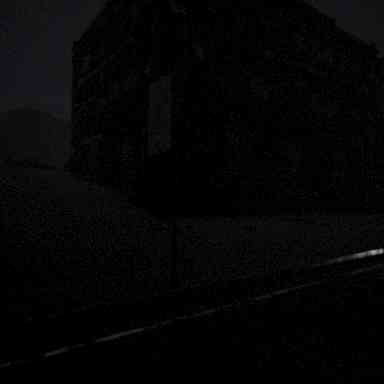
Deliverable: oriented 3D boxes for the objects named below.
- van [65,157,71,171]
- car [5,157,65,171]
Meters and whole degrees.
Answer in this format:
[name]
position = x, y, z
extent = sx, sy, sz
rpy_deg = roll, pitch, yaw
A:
[van]
position = -11.324, -2.543, 35.609
extent = 1.878, 1.987, 4.442
rpy_deg = 0, -2, 39
[car]
position = -14.906, -2.504, 31.205
extent = 2.002, 1.452, 4.674
rpy_deg = 0, -2, 40
